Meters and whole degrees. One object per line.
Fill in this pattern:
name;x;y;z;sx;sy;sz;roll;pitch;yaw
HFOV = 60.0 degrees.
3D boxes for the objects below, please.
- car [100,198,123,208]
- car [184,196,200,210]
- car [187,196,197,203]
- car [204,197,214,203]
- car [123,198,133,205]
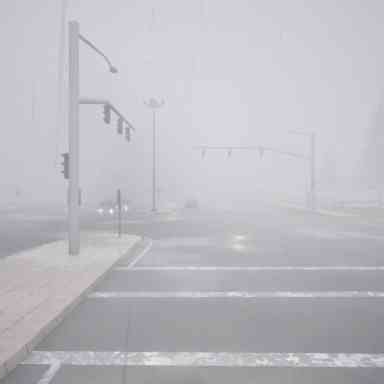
car;-11.572;1.601;47.180;1.895;1.301;4.718;0;0;1
car;-0.029;1.526;43.519;1.812;1.442;4.674;0;0;0
car;-0.045;1.564;68.954;1.994;1.385;4.181;0;0;0
car;3.455;1.601;68.987;1.895;1.301;4.718;0;0;0
car;-11.568;1.601;57.168;1.895;1.301;4.718;0;0;0
